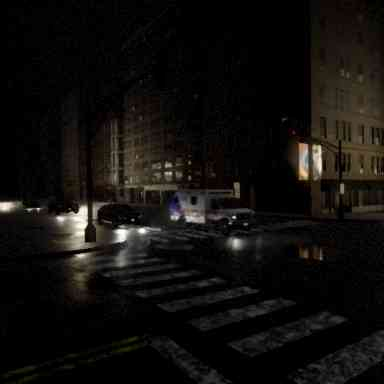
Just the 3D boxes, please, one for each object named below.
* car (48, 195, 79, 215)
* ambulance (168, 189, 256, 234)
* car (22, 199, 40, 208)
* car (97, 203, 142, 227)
[{"bbox_3d":[-14.029,1.365,36.080,2.150,2.045,5.566,-1,1,-36],"label":"car"},{"bbox_3d":[1.081,1.072,20.707,2.351,2.431,6.366,-1,0,-36],"label":"ambulance"},{"bbox_3d":[-25.125,1.782,51.772,2.033,1.411,5.357,-1,0,-36],"label":"car"},{"bbox_3d":[-5.295,1.610,23.871,1.837,1.490,4.892,-1,0,-36],"label":"car"}]
